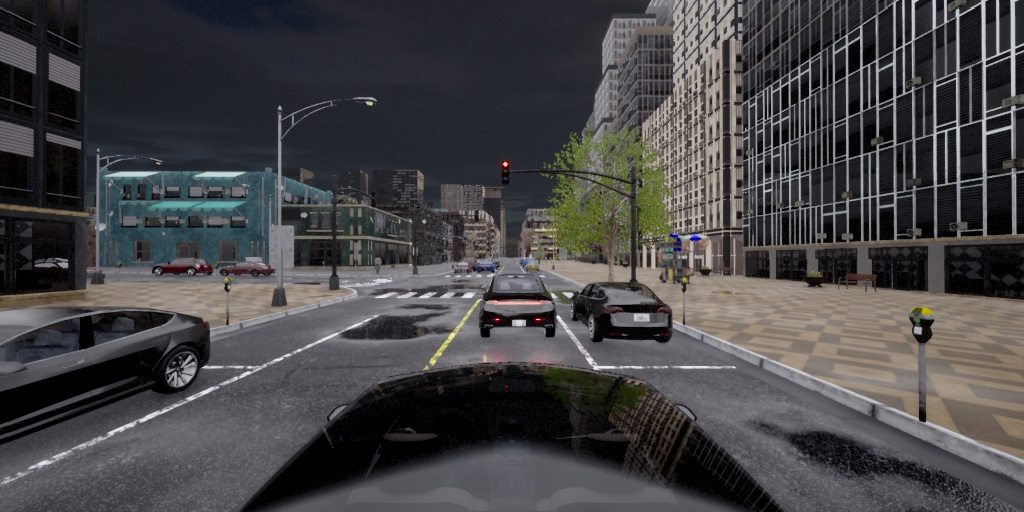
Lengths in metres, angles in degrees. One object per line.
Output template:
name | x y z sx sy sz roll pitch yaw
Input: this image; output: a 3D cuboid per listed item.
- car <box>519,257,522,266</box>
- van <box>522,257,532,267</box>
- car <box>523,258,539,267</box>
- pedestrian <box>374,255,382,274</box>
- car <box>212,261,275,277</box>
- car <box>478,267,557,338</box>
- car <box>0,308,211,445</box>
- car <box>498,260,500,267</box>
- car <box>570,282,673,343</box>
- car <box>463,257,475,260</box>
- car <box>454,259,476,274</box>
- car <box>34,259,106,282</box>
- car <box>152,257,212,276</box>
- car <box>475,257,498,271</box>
car | 2.717 1.308 64.218 2.007 1.370 4.403 0 0 0
van | 2.713 1.096 53.116 1.690 1.789 3.998 0 0 0
car | 2.710 1.280 47.735 1.751 1.417 4.829 0 0 0
pedestrian | -12.736 0.790 34.023 0.375 1.860 0.375 0 -1 -1
car | -22.809 1.091 30.936 4.207 1.307 1.802 0 0 -1
car | 0.114 1.242 10.207 2.128 1.511 4.902 0 0 -1
car | -5.689 1.316 4.000 1.948 1.339 4.313 0 0 0
car | -3.057 1.320 53.538 1.994 1.385 4.181 0 0 1
car | 2.694 1.316 9.536 1.948 1.339 4.313 0 0 0
car | -5.670 1.069 47.566 2.192 1.841 5.009 0 0 0
car | -5.673 1.336 42.015 1.802 1.307 4.207 0 0 0
car | -28.242 0.981 22.481 4.207 1.307 1.802 0 0 -1
car | -28.357 0.880 30.860 4.097 1.591 1.967 0 0 -1
car | -3.083 1.232 43.687 1.882 1.535 5.008 0 0 0
